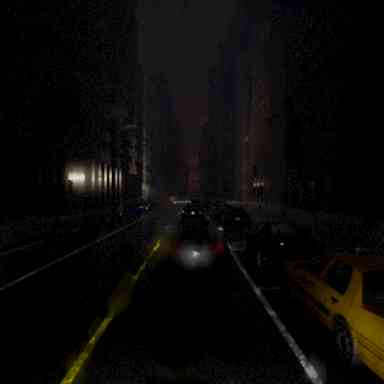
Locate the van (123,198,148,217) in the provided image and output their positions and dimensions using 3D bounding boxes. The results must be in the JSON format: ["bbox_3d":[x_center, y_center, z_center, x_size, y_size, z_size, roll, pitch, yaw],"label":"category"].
[{"bbox_3d":[-5.761,1.491,33.365,1.690,1.788,3.998,0,0,0],"label":"van"}]

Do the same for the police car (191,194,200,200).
[{"bbox_3d":[0.908,1.738,67.437,1.930,1.638,5.238,0,0,0],"label":"police car"}]

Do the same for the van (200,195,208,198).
[{"bbox_3d":[2.766,1.624,61.389,1.690,1.788,3.998,0,0,0],"label":"van"}]

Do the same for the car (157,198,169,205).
[{"bbox_3d":[-5.757,1.861,66.977,2.008,1.369,4.403,0,0,0],"label":"car"}]

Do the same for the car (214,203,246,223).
[{"bbox_3d":[2.763,1.665,22.176,1.947,1.339,4.313,0,0,0],"label":"car"}]

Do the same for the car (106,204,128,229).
[{"bbox_3d":[-5.762,1.681,22.160,1.802,1.307,4.206,0,0,0],"label":"car"}]

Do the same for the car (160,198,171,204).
[{"bbox_3d":[-5.757,1.904,72.578,1.947,1.339,4.313,0,0,0],"label":"car"}]

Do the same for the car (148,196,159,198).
[{"bbox_3d":[-5.760,1.544,50.172,2.192,1.841,5.009,0,0,0],"label":"car"}]

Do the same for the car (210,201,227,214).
[{"bbox_3d":[2.764,1.707,27.778,1.802,1.307,4.206,0,0,0],"label":"car"}]

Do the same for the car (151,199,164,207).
[{"bbox_3d":[-5.758,1.837,55.772,1.802,1.307,4.206,0,0,0],"label":"car"}]

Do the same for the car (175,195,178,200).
[{"bbox_3d":[-5.755,2.001,94.987,1.887,1.381,4.507,0,0,0],"label":"car"}]

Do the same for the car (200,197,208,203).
[{"bbox_3d":[2.769,1.949,78.192,1.802,1.307,4.206,0,0,0],"label":"car"}]

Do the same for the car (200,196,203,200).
[{"bbox_3d":[2.766,1.782,55.956,1.752,1.417,4.829,0,0,0],"label":"car"}]

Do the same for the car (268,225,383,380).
[{"bbox_3d":[2.761,1.550,5.541,1.752,1.417,4.829,0,0,0],"label":"car"}]

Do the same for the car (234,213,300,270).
[{"bbox_3d":[2.762,1.600,10.972,2.008,1.369,4.403,0,0,0],"label":"car"}]

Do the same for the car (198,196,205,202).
[{"bbox_3d":[2.770,1.897,94.998,1.967,1.590,4.097,0,0,0],"label":"car"}]

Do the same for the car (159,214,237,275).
[{"bbox_3d":[0.080,1.612,10.592,1.994,1.385,4.181,0,0,0],"label":"car"}]

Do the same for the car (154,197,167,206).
[{"bbox_3d":[-5.758,1.722,61.375,1.967,1.590,4.097,0,0,0],"label":"car"}]

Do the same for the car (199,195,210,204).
[{"bbox_3d":[2.767,1.654,72.591,2.192,1.841,5.009,0,0,0],"label":"car"}]

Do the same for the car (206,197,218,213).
[{"bbox_3d":[2.764,1.591,33.379,1.967,1.590,4.097,0,0,0],"label":"car"}]

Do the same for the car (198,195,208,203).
[{"bbox_3d":[2.769,1.712,83.795,2.192,1.841,5.009,0,0,0],"label":"car"}]

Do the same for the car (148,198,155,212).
[{"bbox_3d":[-5.760,1.701,38.797,1.752,1.417,4.829,0,0,0],"label":"car"}]

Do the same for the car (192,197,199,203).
[{"bbox_3d":[0.910,1.920,83.326,1.812,1.442,4.674,0,0,0],"label":"car"}]

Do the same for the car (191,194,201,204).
[{"bbox_3d":[0.862,1.586,77.357,2.150,2.045,5.566,0,0,0],"label":"car"}]

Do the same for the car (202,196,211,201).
[{"bbox_3d":[2.765,1.643,44.582,1.967,1.590,4.097,0,0,0],"label":"car"}]

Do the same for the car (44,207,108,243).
[{"bbox_3d":[-5.762,1.656,16.558,1.802,1.307,4.206,0,0,0],"label":"car"}]

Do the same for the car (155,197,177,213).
[{"bbox_3d":[-3.084,1.707,40.131,1.812,1.442,4.674,0,0,0],"label":"car"}]

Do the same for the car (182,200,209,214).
[{"bbox_3d":[0.090,1.674,28.024,2.033,1.411,5.357,0,0,0],"label":"car"}]

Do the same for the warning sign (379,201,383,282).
[{"bbox_3d":[5.071,1.148,7.324,1.300,1.860,1.060,0,0,0],"label":"warning sign"}]
